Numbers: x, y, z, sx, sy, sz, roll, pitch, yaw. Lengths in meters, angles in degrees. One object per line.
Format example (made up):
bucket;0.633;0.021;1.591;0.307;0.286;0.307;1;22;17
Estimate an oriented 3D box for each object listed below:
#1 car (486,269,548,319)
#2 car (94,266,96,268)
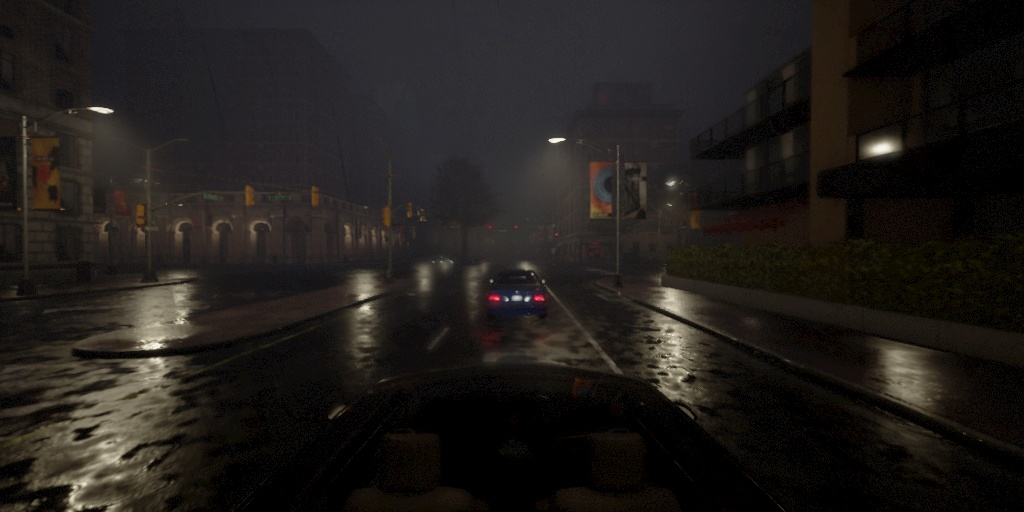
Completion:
car;0.176;1.149;12.110;2.033;1.411;5.357;0;1;1
car;-44.955;0.707;36.117;4.674;1.442;1.812;0;1;1
